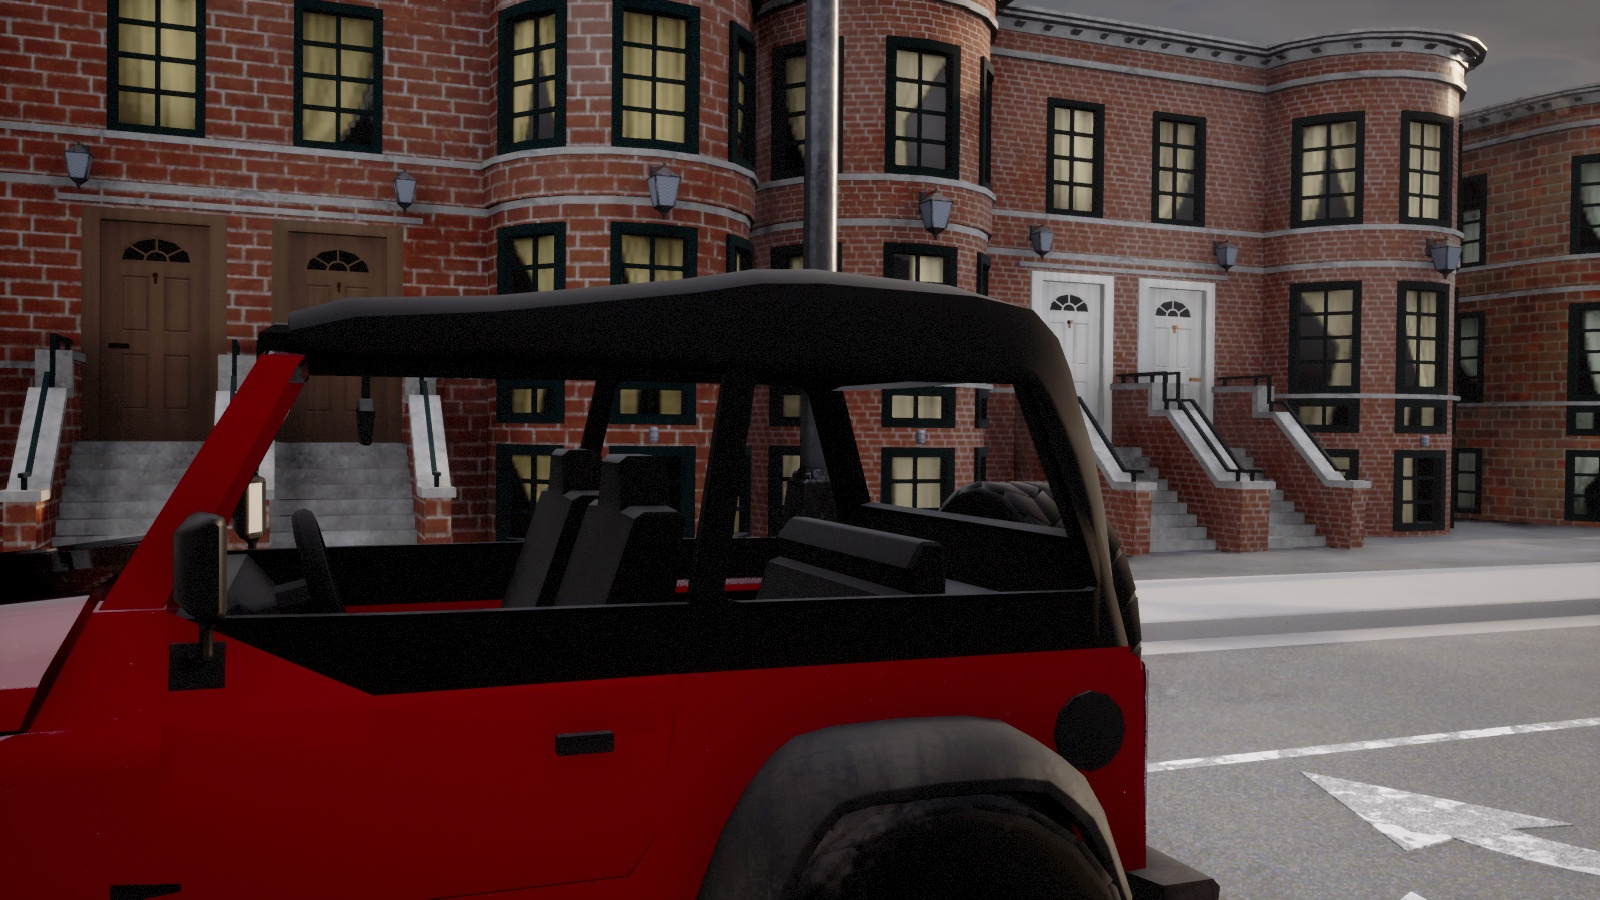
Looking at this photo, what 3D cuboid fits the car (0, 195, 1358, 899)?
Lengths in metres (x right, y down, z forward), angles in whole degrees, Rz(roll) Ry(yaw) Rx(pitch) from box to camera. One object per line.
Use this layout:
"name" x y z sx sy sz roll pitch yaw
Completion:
"car" -0.955 0.557 2.881 3.866 1.878 1.905 -1 1 -21
